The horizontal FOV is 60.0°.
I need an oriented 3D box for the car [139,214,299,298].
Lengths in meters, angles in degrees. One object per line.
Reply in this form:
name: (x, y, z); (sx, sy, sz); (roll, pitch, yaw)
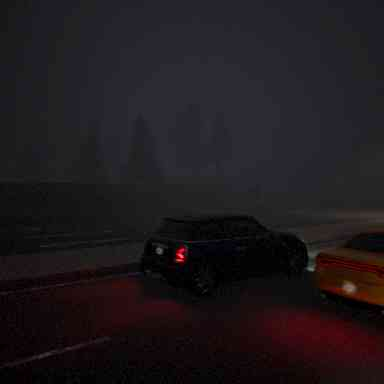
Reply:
car: (0.991, 1.353, 8.755); (4.553, 1.767, 2.097); (0, 0, -35)

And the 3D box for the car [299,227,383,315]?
car: (4.692, 1.477, 7.094); (5.008, 1.535, 1.882); (0, 0, -35)
